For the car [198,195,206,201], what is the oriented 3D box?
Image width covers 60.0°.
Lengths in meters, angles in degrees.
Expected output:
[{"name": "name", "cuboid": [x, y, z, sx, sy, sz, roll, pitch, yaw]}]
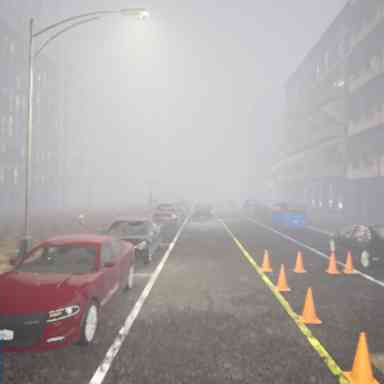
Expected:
[{"name": "car", "cuboid": [2.627, 1.969, 92.087, 2.150, 2.045, 5.566, 1, 0, 1]}]

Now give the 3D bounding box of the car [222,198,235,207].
[{"name": "car", "cuboid": [7.666, 2.201, 66.875, 1.947, 1.339, 4.313, 1, 0, 1]}]

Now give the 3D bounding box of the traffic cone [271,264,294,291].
[{"name": "traffic cone", "cuboid": [2.200, 2.056, 8.097, 0.340, 0.580, 0.340, 1, 0, 1]}]

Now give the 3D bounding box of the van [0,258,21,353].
[{"name": "van", "cuboid": [-2.390, 1.293, 0.840, 1.690, 1.788, 3.998, 1, 0, 1]}]

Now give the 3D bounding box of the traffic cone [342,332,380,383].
[{"name": "traffic cone", "cuboid": [2.098, 2.028, 4.098, 0.340, 0.580, 0.340, 1, 0, 1]}]

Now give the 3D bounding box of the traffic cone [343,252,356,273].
[{"name": "traffic cone", "cuboid": [4.753, 2.125, 10.061, 0.340, 0.580, 0.340, 1, 0, 8]}]

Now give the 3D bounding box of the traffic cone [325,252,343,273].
[{"name": "traffic cone", "cuboid": [4.249, 2.114, 10.044, 0.340, 0.580, 0.340, 1, 0, 1]}]

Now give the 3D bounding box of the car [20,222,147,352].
[{"name": "car", "cuboid": [-2.253, 1.534, 6.360, 1.887, 1.381, 4.507, 1, 0, 1]}]

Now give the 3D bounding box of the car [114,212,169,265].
[{"name": "car", "cuboid": [-2.114, 1.593, 11.881, 1.947, 1.339, 4.313, 1, 0, 1]}]

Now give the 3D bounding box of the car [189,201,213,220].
[{"name": "car", "cuboid": [0.976, 1.824, 30.691, 1.895, 1.301, 4.718, 1, 0, 2]}]

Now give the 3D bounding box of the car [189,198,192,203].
[{"name": "car", "cuboid": [-1.411, 1.782, 39.486, 2.008, 1.369, 4.403, 1, 0, 1]}]

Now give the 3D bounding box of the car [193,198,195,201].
[{"name": "car", "cuboid": [-0.990, 1.925, 56.048, 1.947, 1.339, 4.313, 1, 0, 1]}]

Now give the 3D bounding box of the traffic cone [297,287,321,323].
[{"name": "traffic cone", "cuboid": [2.149, 2.042, 6.097, 0.340, 0.580, 0.340, 1, 0, 1]}]

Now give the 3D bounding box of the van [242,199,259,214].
[{"name": "van", "cuboid": [6.969, 1.759, 39.271, 1.690, 1.788, 3.998, 1, 0, 1]}]

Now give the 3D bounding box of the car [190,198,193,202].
[{"name": "car", "cuboid": [-1.269, 1.714, 45.008, 1.967, 1.590, 4.097, 1, 0, 1]}]

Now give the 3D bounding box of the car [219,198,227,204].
[{"name": "car", "cuboid": [8.227, 2.368, 88.959, 1.887, 1.381, 4.507, 1, 0, 1]}]

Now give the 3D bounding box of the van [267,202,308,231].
[{"name": "van", "cuboid": [6.548, 1.634, 22.710, 1.690, 1.788, 3.998, 1, 0, 1]}]

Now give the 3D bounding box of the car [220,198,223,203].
[{"name": "car", "cuboid": [7.812, 2.208, 72.566, 1.752, 1.417, 4.829, 1, 0, 1]}]

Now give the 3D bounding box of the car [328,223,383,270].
[{"name": "car", "cuboid": [6.263, 1.765, 11.666, 2.008, 1.369, 4.403, 1, 0, 1]}]

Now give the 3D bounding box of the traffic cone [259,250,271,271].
[{"name": "traffic cone", "cuboid": [2.251, 2.069, 10.096, 0.340, 0.580, 0.340, 1, 0, 1]}]

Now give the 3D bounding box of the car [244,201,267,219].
[{"name": "car", "cuboid": [6.825, 1.921, 33.749, 1.887, 1.381, 4.507, 1, 0, 1]}]

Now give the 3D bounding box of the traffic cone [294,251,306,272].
[{"name": "traffic cone", "cuboid": [3.250, 2.092, 10.070, 0.340, 0.580, 0.340, 1, 0, 1]}]

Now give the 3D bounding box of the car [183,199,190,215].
[{"name": "car", "cuboid": [-1.552, 1.740, 33.964, 2.008, 1.369, 4.403, 1, 0, 1]}]

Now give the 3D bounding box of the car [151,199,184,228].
[{"name": "car", "cuboid": [-1.830, 1.547, 22.924, 1.967, 1.590, 4.097, 1, 0, 1]}]
